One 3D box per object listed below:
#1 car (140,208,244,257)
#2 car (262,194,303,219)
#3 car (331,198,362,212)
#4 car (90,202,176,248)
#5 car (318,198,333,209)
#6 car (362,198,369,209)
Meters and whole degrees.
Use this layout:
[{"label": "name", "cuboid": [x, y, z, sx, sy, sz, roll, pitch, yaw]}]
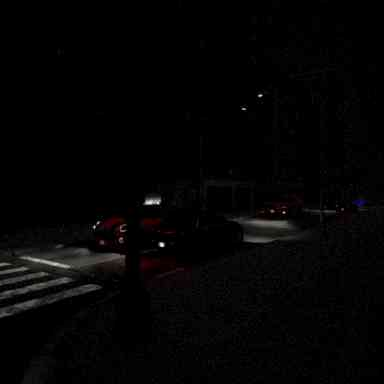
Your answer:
[{"label": "car", "cuboid": [0.364, 1.510, 13.142, 1.837, 1.490, 4.892, 0, 0, 35]}, {"label": "car", "cuboid": [8.106, 1.212, 29.354, 2.150, 2.045, 5.566, 0, 0, 35]}, {"label": "car", "cuboid": [17.838, 1.605, 38.351, 1.895, 1.301, 4.718, 0, 0, 35]}, {"label": "car", "cuboid": [-2.149, 1.346, 14.498, 2.097, 1.767, 4.553, 0, 0, 34]}, {"label": "car", "cuboid": [18.109, 1.547, 43.667, 2.033, 1.411, 5.357, 0, 0, 35]}, {"label": "car", "cuboid": [23.586, 1.537, 46.749, 1.812, 1.442, 4.674, 0, 0, 35]}]
